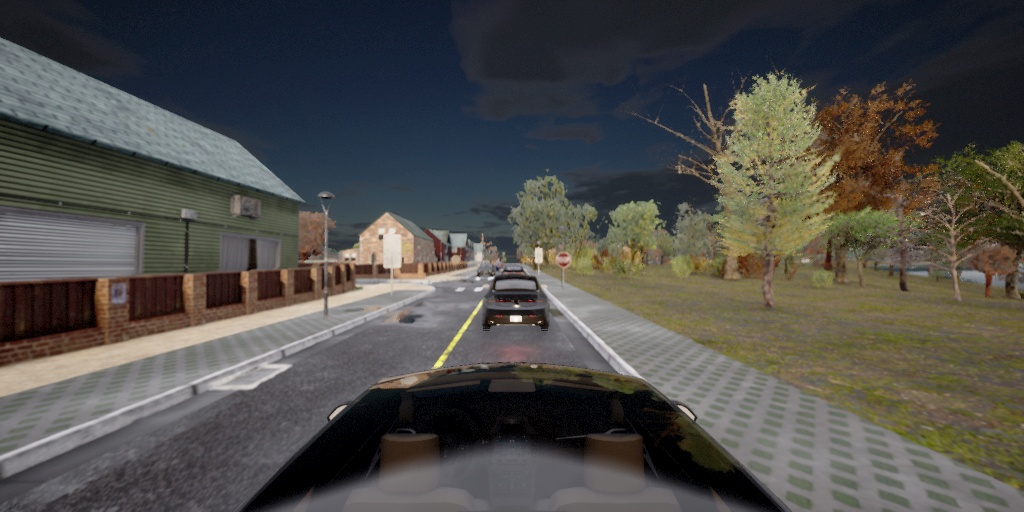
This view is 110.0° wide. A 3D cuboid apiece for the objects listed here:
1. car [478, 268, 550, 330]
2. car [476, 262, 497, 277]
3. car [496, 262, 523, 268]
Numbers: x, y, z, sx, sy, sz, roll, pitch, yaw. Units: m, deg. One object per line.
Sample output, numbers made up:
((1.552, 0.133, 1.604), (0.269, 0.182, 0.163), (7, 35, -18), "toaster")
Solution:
((0.103, 1.321, 11.375), (1.837, 1.490, 4.892), (0, 0, 0), "car")
((-2.842, 1.551, 40.455), (1.837, 1.490, 4.892), (0, 0, 2), "car")
((0.127, 1.435, 27.960), (2.128, 1.511, 4.902), (0, 0, 0), "car")
